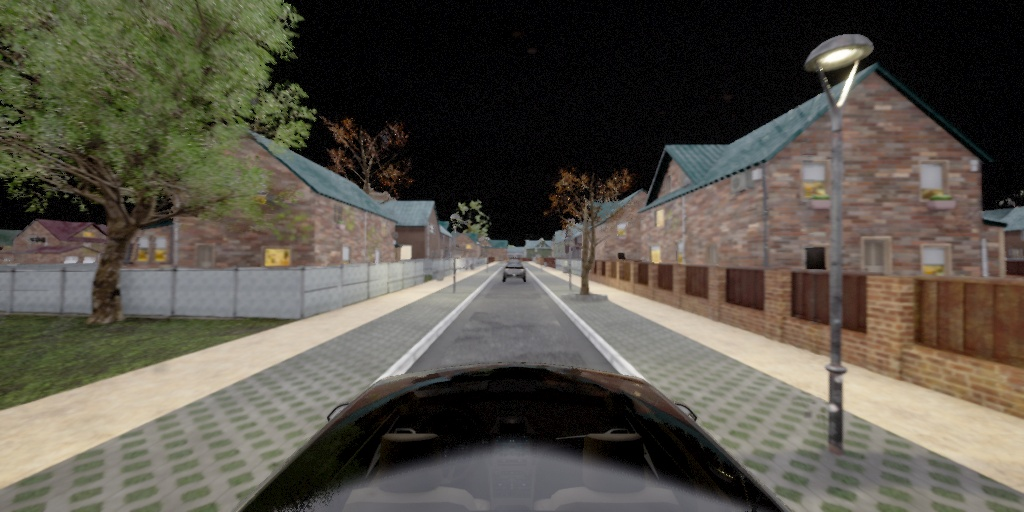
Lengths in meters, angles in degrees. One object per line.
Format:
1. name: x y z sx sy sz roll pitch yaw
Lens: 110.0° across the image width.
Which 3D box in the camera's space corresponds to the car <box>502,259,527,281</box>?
1. car: 0.195 1.252 29.646 2.128 1.511 4.902 0 0 0
